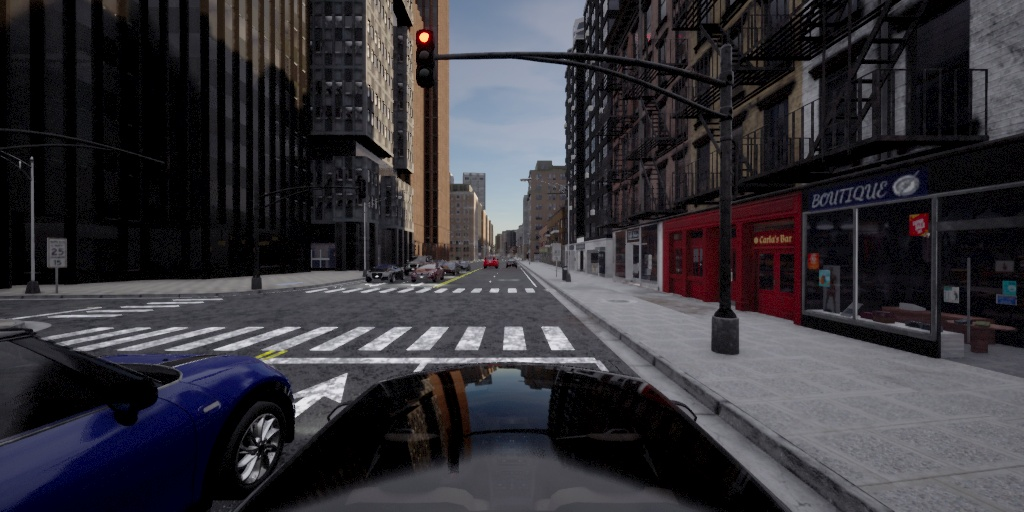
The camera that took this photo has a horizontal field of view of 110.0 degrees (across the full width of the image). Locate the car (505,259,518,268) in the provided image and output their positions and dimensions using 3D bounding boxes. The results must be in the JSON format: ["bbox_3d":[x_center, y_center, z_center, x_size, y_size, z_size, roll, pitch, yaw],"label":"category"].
[{"bbox_3d":[-0.069,1.272,61.782,1.837,1.490,4.892,0,0,0],"label":"car"}]

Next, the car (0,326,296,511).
[{"bbox_3d":[-3.145,1.102,1.620,2.097,1.767,4.553,0,0,0],"label":"car"}]

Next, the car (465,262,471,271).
[{"bbox_3d":[-6.715,1.327,48.408,1.994,1.385,4.181,0,0,0],"label":"car"}]

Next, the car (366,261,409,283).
[{"bbox_3d":[-9.907,1.320,28.359,1.994,1.385,4.181,0,0,1],"label":"car"}]

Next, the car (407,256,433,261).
[{"bbox_3d":[-9.941,0.981,38.815,2.150,2.045,5.566,0,0,0],"label":"car"}]

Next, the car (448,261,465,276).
[{"bbox_3d":[-6.694,1.307,38.448,2.033,1.411,5.357,0,0,0],"label":"car"}]

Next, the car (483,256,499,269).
[{"bbox_3d":[-3.407,0.987,58.079,2.150,2.045,5.566,0,0,0],"label":"car"}]

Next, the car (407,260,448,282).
[{"bbox_3d":[-6.667,1.281,28.767,1.812,1.442,4.674,0,0,0],"label":"car"}]
